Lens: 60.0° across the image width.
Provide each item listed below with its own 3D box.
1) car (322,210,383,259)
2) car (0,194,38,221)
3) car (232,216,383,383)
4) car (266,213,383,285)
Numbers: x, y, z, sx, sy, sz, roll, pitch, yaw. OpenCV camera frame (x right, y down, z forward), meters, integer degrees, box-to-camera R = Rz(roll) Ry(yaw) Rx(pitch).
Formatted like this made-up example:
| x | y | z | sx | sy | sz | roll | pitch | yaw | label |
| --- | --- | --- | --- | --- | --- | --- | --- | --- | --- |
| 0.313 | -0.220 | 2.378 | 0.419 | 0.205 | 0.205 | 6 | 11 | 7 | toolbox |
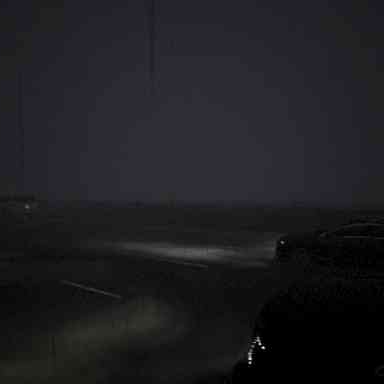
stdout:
| x | y | z | sx | sy | sz | roll | pitch | yaw | label |
| --- | --- | --- | --- | --- | --- | --- | --- | --- | --- |
| 7.339 | 1.504 | 11.655 | 4.892 | 1.490 | 1.837 | 0 | 0 | 36 | car |
| -15.130 | 1.221 | 27.693 | 5.566 | 2.045 | 2.150 | 0 | 0 | 36 | car |
| 2.985 | 1.221 | 1.865 | 5.566 | 2.045 | 2.150 | 0 | 0 | 36 | car |
| 4.785 | 1.491 | 9.182 | 4.902 | 1.511 | 2.128 | 0 | 0 | 36 | car |
